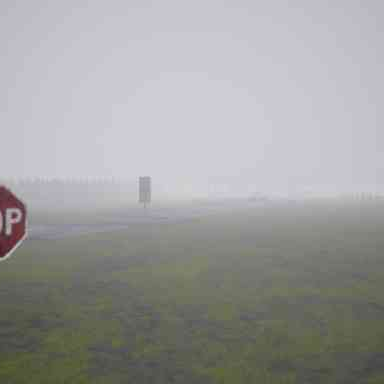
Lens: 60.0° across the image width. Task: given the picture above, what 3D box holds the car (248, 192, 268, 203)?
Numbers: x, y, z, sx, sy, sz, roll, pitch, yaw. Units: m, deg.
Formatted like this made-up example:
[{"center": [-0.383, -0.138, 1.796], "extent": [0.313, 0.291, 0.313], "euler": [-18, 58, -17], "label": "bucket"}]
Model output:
[{"center": [10.687, 0.760, 53.698], "extent": [2.097, 1.767, 4.553], "euler": [0, 1, 30], "label": "car"}]
